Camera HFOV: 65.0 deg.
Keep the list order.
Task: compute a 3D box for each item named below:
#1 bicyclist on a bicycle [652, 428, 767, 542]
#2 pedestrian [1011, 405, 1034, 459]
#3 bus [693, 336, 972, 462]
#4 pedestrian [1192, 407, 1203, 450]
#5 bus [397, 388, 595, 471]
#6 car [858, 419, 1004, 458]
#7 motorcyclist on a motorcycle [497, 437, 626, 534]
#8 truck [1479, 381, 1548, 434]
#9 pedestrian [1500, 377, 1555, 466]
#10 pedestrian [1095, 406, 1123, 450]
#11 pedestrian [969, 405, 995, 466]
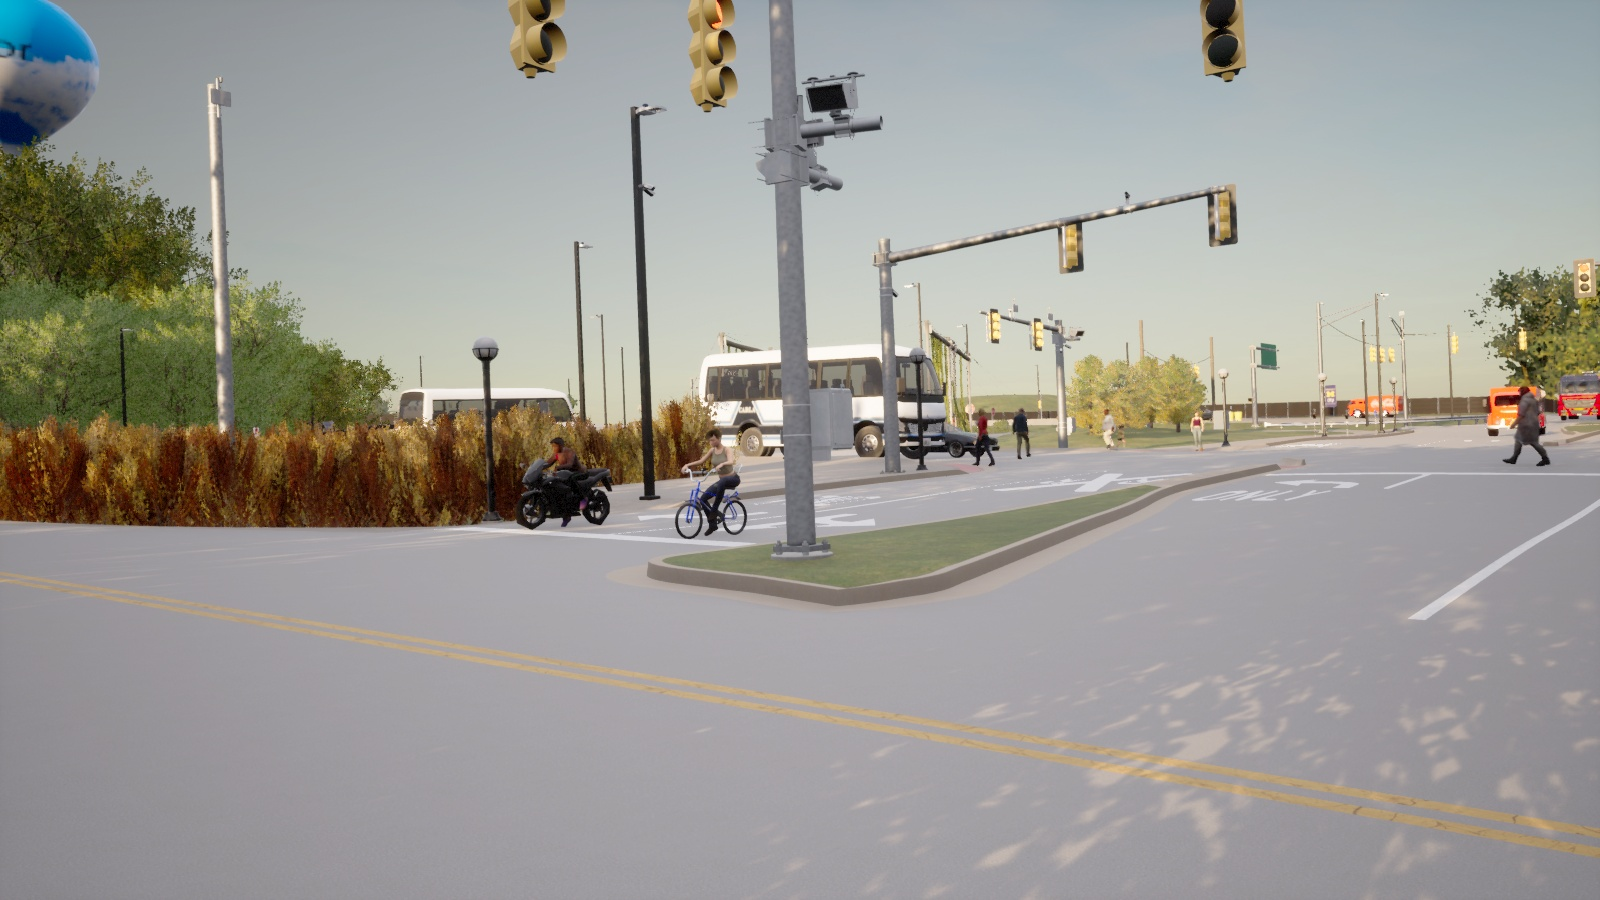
[{"bbox_3d":[-1.328,0.497,18.664,0.866,1.612,1.509,-1,0,41],"label":"bicyclist on a bicycle"},{"bbox_3d":[7.728,-0.634,43.652,0.402,1.842,0.726,-3,0,39],"label":"pedestrian"},{"bbox_3d":[1.026,-1.756,47.453,10.273,4.253,3.944,0,1,41],"label":"bus"},{"bbox_3d":[17.418,-0.942,55.064,0.345,1.836,0.594,-2,0,20],"label":"pedestrian"},{"bbox_3d":[-17.068,-1.292,71.283,3.944,4.253,10.273,2,4,44],"label":"bus"},{"bbox_3d":[5.068,-0.437,49.106,5.357,1.411,2.033,0,1,37],"label":"car"},{"bbox_3d":[-3.959,0.559,20.983,0.797,1.523,2.044,-1,0,39],"label":"motorcyclist on a motorcycle"},{"bbox_3d":[36.092,-2.097,63.453,2.627,2.467,5.204,-2,0,34],"label":"truck"},{"bbox_3d":[16.502,-0.642,28.475,0.873,1.952,0.659,-3,0,45],"label":"pedestrian"},{"bbox_3d":[13.537,-0.969,55.048,0.900,1.855,0.874,-2,0,-7],"label":"pedestrian"},{"bbox_3d":[5.640,-0.441,38.871,0.331,1.846,0.636,-2,0,-43],"label":"pedestrian"}]
